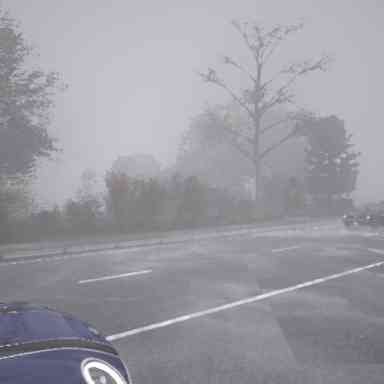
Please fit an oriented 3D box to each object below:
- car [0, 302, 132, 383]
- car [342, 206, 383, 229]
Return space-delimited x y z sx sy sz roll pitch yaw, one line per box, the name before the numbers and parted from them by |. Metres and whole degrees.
car | -2.610 1.357 1.973 4.553 1.767 2.097 0 0 -35
car | 11.779 1.618 21.763 4.718 1.301 1.895 0 0 -38
